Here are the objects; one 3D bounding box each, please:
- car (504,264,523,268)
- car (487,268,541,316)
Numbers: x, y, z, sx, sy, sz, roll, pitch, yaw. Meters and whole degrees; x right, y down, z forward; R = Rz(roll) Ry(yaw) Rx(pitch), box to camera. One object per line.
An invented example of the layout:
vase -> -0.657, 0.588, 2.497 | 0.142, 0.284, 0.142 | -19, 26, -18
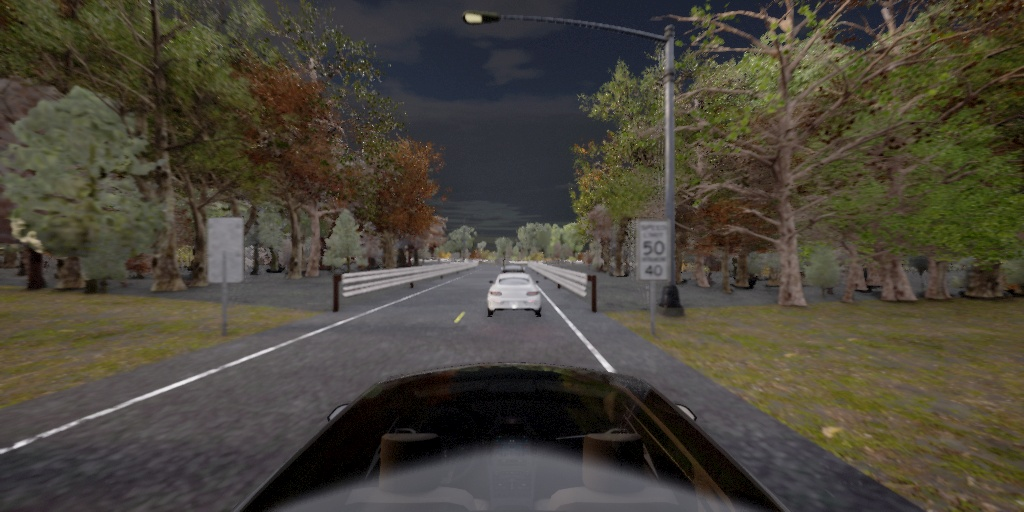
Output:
car -> 0.089, 1.371, 29.082 | 1.882, 1.535, 5.008 | 0, 0, 0
car -> 0.081, 1.337, 13.477 | 1.812, 1.442, 4.674 | 0, 0, 0
